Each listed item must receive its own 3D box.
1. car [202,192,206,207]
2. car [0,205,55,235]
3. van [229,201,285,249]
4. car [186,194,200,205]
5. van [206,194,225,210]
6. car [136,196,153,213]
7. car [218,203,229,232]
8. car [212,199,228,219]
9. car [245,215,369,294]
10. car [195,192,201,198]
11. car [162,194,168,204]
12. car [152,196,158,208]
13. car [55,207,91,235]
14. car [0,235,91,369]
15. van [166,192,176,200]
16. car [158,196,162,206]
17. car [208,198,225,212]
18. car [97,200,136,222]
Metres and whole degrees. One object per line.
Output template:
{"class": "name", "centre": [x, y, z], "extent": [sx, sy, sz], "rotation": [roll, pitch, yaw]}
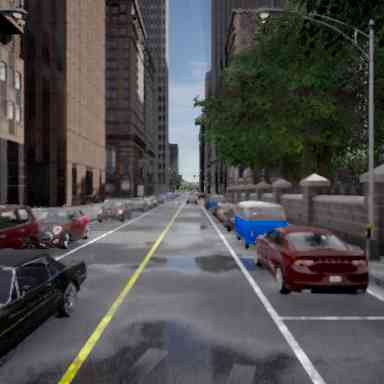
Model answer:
{"class": "car", "centre": [2.753, 1.223, 41.780], "extent": [2.192, 1.841, 5.009], "rotation": [0, 0, 0]}
{"class": "car", "centre": [-5.766, 1.308, 8.622], "extent": [2.192, 1.841, 5.009], "rotation": [0, 0, 0]}
{"class": "van", "centre": [2.760, 1.324, 14.158], "extent": [1.690, 1.788, 3.998], "rotation": [0, 0, 0]}
{"class": "car", "centre": [-0.015, 1.414, 57.070], "extent": [1.994, 1.385, 4.181], "rotation": [0, 0, 0]}
{"class": "van", "centre": [2.754, 1.267, 36.256], "extent": [1.690, 1.788, 3.998], "rotation": [0, 0, 0]}
{"class": "car", "centre": [-5.772, 1.476, 36.243], "extent": [2.008, 1.369, 4.403], "rotation": [0, 0, 0]}
{"class": "car", "centre": [2.758, 1.552, 19.684], "extent": [1.802, 1.307, 4.206], "rotation": [0, 0, 0]}
{"class": "car", "centre": [2.756, 1.481, 25.377], "extent": [1.752, 1.417, 4.829], "rotation": [0, 0, 0]}
{"class": "car", "centre": [2.761, 1.539, 8.635], "extent": [1.887, 1.381, 4.507], "rotation": [0, 0, 0]}
{"class": "car", "centre": [2.740, 1.052, 90.448], "extent": [2.192, 1.841, 5.009], "rotation": [0, 0, 0]}
{"class": "car", "centre": [-5.777, 1.410, 58.340], "extent": [1.947, 1.339, 4.313], "rotation": [0, 0, 0]}
{"class": "car", "centre": [-5.773, 1.433, 41.597], "extent": [1.752, 1.417, 4.829], "rotation": [0, 0, 0]}
{"class": "car", "centre": [-5.766, 1.422, 14.146], "extent": [1.967, 1.590, 4.097], "rotation": [0, 0, 0]}
{"class": "car", "centre": [-3.088, 1.598, 4.625], "extent": [1.895, 1.301, 4.718], "rotation": [0, 0, 0]}
{"class": "van", "centre": [-5.784, 1.093, 84.996], "extent": [1.690, 1.788, 3.998], "rotation": [0, 0, 0]}
{"class": "car", "centre": [-5.774, 1.327, 47.292], "extent": [1.967, 1.590, 4.097], "rotation": [0, 0, 0]}
{"class": "car", "centre": [2.755, 1.524, 30.732], "extent": [1.802, 1.307, 4.206], "rotation": [0, 0, 0]}
{"class": "car", "centre": [-5.769, 1.395, 25.194], "extent": [1.967, 1.590, 4.097], "rotation": [0, 0, 0]}
